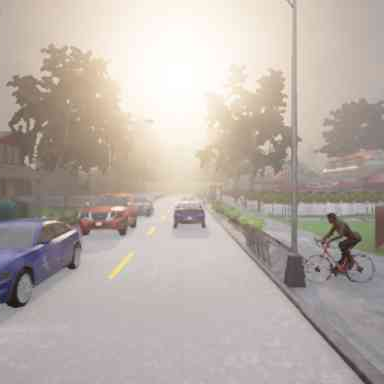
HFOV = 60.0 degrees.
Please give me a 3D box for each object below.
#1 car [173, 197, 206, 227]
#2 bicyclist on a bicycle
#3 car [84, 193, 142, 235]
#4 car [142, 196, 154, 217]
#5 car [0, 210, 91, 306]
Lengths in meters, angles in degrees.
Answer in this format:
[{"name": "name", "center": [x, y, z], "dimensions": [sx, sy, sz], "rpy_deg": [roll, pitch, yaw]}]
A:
[{"name": "car", "center": [-0.166, 1.312, 21.317], "dimensions": [1.882, 1.535, 5.008], "rpy_deg": [0, 0, -1]}, {"name": "bicyclist on a bicycle", "center": [3.311, 1.281, 7.507], "dimensions": [1.656, 1.620, 0.582], "rpy_deg": [0, 0, -1]}, {"name": "car", "center": [-4.324, 1.092, 18.031], "dimensions": [2.150, 2.045, 5.566], "rpy_deg": [0, 0, -1]}, {"name": "car", "center": [-4.429, 1.144, 28.233], "dimensions": [2.097, 1.767, 4.553], "rpy_deg": [0, 0, 0]}, {"name": "car", "center": [-4.189, 1.425, 8.060], "dimensions": [1.882, 1.535, 5.008], "rpy_deg": [0, 0, -1]}]
